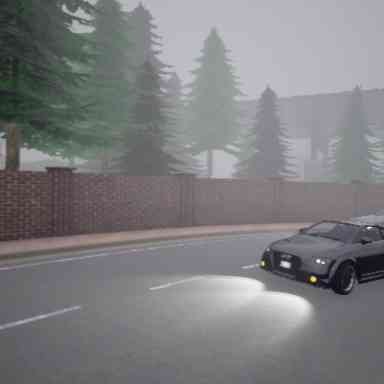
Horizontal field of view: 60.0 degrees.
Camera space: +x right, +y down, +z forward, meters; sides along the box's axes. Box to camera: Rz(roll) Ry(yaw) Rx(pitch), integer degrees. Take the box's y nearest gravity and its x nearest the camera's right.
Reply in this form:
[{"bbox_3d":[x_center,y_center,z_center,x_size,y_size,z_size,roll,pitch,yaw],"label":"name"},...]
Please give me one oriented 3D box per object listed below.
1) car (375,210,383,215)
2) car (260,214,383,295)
[{"bbox_3d":[9.607,1.395,14.980,5.357,1.411,2.033,1,2,-14],"label":"car"},{"bbox_3d":[3.747,1.427,8.332,4.181,1.385,1.994,1,2,-32],"label":"car"}]
